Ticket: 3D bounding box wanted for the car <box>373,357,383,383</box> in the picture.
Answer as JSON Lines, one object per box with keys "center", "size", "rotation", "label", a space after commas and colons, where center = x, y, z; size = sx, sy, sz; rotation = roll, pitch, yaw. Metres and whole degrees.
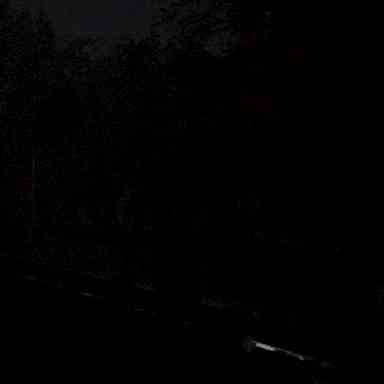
{"center": [3.049, 1.576, 1.510], "size": [4.181, 1.385, 1.994], "rotation": [1, 0, 35], "label": "car"}
